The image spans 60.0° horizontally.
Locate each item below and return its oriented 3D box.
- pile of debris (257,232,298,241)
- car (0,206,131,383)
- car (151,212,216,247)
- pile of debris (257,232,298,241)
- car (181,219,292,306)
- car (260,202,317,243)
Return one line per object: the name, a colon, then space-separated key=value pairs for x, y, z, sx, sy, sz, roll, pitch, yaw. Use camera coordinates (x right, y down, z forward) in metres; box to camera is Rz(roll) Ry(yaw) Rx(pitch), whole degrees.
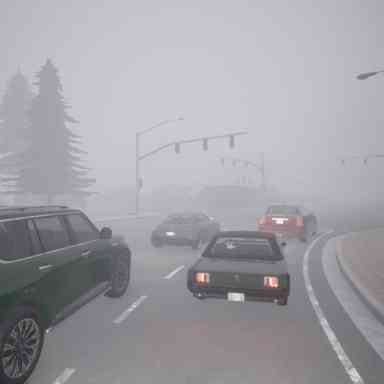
pile of debris: x=4.193 y=2.147 z=16.147 sx=1.500 sy=0.140 sz=1.860 roll=0 pitch=0 yaw=29
car: x=-2.787 y=1.222 z=5.513 sx=2.150 sy=2.045 sz=5.566 roll=0 pitch=0 yaw=8
car: x=-0.118 y=1.547 z=14.472 sx=1.994 sy=1.385 sz=4.181 roll=0 pitch=0 yaw=20
pile of debris: x=4.193 y=2.147 z=16.147 sx=1.500 sy=0.140 sz=1.860 roll=0 pitch=0 yaw=29
car: x=1.331 y=1.589 z=8.113 sx=1.895 sy=1.301 sz=4.718 roll=0 pitch=0 yaw=14
car: x=4.813 y=1.322 z=16.387 sx=2.097 sy=1.767 sz=4.553 roll=0 pitch=0 yaw=27
